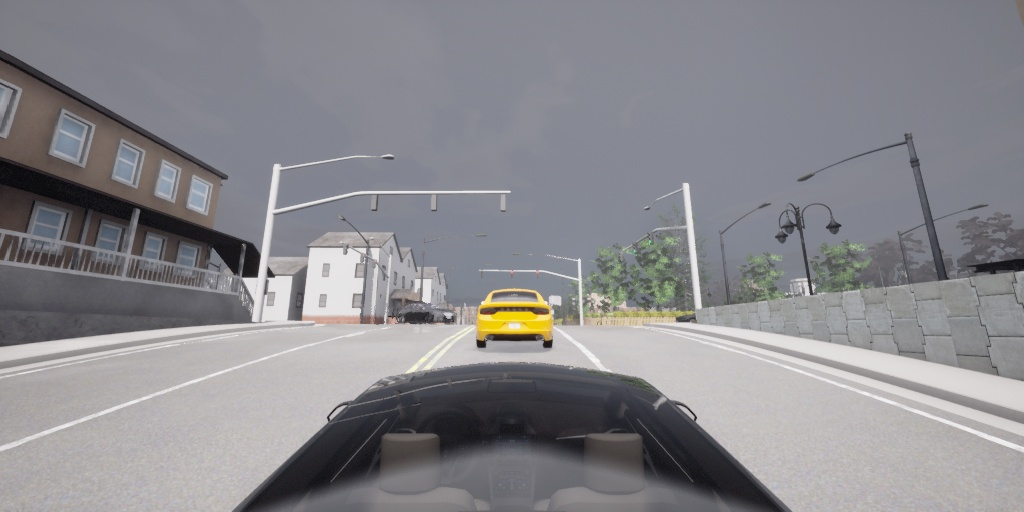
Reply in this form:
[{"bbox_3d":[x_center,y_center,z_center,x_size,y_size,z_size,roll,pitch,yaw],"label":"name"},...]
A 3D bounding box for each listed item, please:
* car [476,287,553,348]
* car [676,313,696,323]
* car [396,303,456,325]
[{"bbox_3d":[0.070,1.723,10.547,1.882,1.535,5.008,0,-7,0],"label":"car"},{"bbox_3d":[16.490,5.261,30.392,5.008,1.535,1.882,0,-12,1],"label":"car"},{"bbox_3d":[-5.843,3.928,24.199,4.902,1.511,2.128,-10,-16,39],"label":"car"}]
